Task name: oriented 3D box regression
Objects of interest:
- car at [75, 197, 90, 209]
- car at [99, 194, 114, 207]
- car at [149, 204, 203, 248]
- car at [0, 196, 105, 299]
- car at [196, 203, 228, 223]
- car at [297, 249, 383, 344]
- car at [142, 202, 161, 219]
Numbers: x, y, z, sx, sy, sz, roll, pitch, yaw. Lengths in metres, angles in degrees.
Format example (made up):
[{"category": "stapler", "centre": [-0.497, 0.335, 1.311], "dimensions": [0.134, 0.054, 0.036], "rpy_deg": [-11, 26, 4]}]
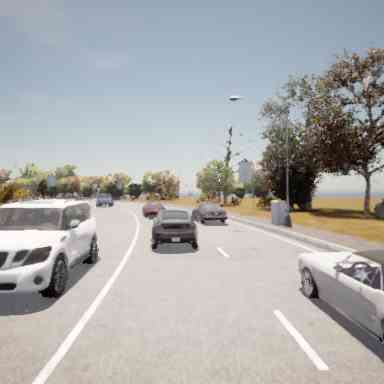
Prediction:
[{"category": "car", "centre": [-16.128, 1.539, 48.743], "dimensions": [1.882, 1.535, 5.008], "rpy_deg": [0, 0, -20]}, {"category": "car", "centre": [-13.460, 1.286, 51.707], "dimensions": [2.150, 2.045, 5.566], "rpy_deg": [0, 0, -20]}, {"category": "car", "centre": [-0.850, 1.521, 14.832], "dimensions": [1.837, 1.490, 4.892], "rpy_deg": [0, 0, -6]}, {"category": "car", "centre": [-3.995, 1.238, 8.787], "dimensions": [2.150, 2.045, 5.566], "rpy_deg": [0, 0, -4]}, {"category": "car", "centre": [1.230, 1.571, 25.458], "dimensions": [2.033, 1.411, 5.357], "rpy_deg": [0, 0, -10]}, {"category": "car", "centre": [3.388, 1.598, 5.507], "dimensions": [1.895, 1.301, 4.718], "rpy_deg": [0, 0, -2]}, {"category": "car", "centre": [-3.682, 1.601, 31.924], "dimensions": [1.994, 1.385, 4.181], "rpy_deg": [0, 0, -12]}]
